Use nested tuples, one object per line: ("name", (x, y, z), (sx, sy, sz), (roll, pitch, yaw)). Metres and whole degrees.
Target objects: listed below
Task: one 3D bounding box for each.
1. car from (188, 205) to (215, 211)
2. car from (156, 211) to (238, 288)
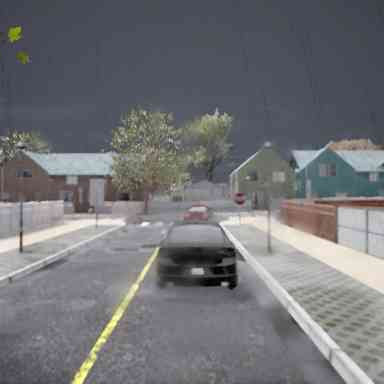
("car", (0.621, 1.648, 23.962), (1.812, 1.442, 4.674), (0, 0, 9))
("car", (0.107, 1.526, 9.395), (1.882, 1.535, 5.008), (0, -1, 0))
